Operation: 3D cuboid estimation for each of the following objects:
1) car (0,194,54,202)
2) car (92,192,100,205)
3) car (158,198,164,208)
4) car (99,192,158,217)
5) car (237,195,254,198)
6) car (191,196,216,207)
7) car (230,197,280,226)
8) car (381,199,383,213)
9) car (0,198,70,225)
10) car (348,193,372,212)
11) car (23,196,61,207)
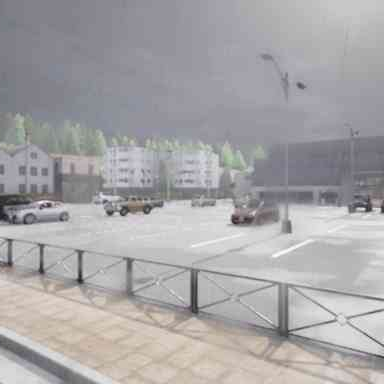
[{"bbox_3d":[-12.744,1.111,24.962,1.905,1.878,3.866,0,0,35],"label":"car"},{"bbox_3d":[-14.169,1.091,56.044,2.150,2.045,5.566,0,0,35],"label":"car"},{"bbox_3d":[-5.439,1.338,41.685,2.007,1.523,4.514,0,0,35],"label":"car"},{"bbox_3d":[-5.527,1.127,29.503,1.932,1.855,4.605,0,0,35],"label":"car"},{"bbox_3d":[7.047,1.180,41.910,2.152,1.636,5.027,0,0,35],"label":"car"},{"bbox_3d":[1.614,1.267,45.340,1.970,1.475,3.806,0,0,35],"label":"car"},{"bbox_3d":[4.249,1.311,21.750,2.007,1.523,4.514,0,0,35],"label":"car"},{"bbox_3d":[20.122,1.102,33.209,1.932,1.855,4.605,0,0,35],"label":"car"},{"bbox_3d":[-10.377,1.391,22.548,1.970,1.475,3.806,0,0,35],"label":"car"},{"bbox_3d":[17.509,1.086,34.544,1.905,1.878,3.866,0,0,35],"label":"car"},{"bbox_3d":[-22.539,1.352,50.280,1.882,1.535,5.008,0,0,35],"label":"car"}]
